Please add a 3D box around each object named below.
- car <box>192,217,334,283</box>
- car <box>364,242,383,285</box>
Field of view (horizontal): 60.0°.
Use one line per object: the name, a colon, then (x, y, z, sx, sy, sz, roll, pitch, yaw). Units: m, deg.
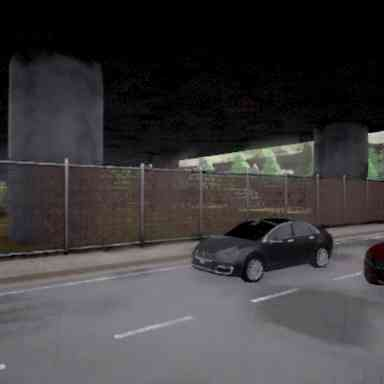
car: (2.250, 1.543, 9.878, 4.892, 1.490, 1.837, 1, 0, -35)
car: (6.351, 1.528, 8.495, 5.008, 1.535, 1.882, 1, 0, -35)
